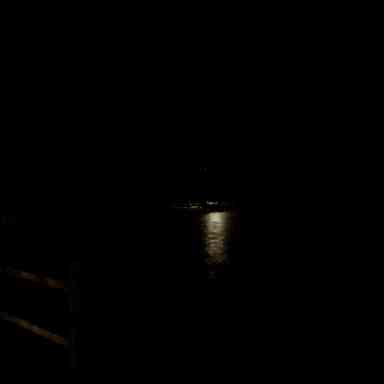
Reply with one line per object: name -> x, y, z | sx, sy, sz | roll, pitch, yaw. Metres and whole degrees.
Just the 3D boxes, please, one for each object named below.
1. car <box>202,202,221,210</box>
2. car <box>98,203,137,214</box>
car -> 3.516, 2.532, 60.536 | 1.994, 1.385, 4.181 | 0, -1, 36
car -> -9.420, 2.078, 42.562 | 2.033, 1.411, 5.357 | 0, -1, 36
